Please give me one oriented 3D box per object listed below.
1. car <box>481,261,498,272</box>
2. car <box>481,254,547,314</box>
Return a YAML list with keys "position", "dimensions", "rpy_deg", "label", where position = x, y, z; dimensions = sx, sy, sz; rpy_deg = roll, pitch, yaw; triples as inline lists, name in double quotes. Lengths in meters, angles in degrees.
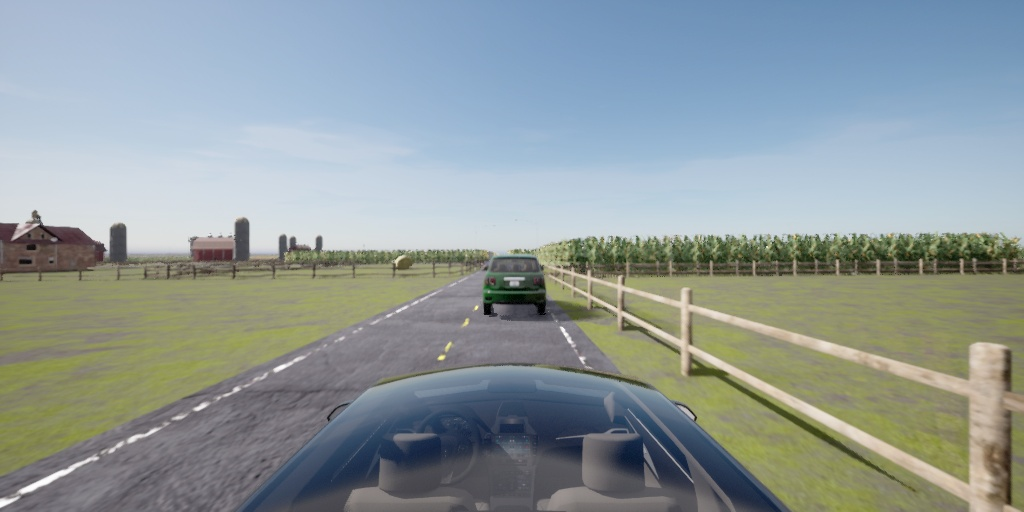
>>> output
- position: [-2.825, 1.309, 45.705]
  dimensions: [1.994, 1.385, 4.181]
  rpy_deg: [0, 0, 0]
  label: "car"
- position: [0.090, 0.967, 13.923]
  dimensions: [2.150, 2.045, 5.566]
  rpy_deg: [0, 0, 0]
  label: "car"
